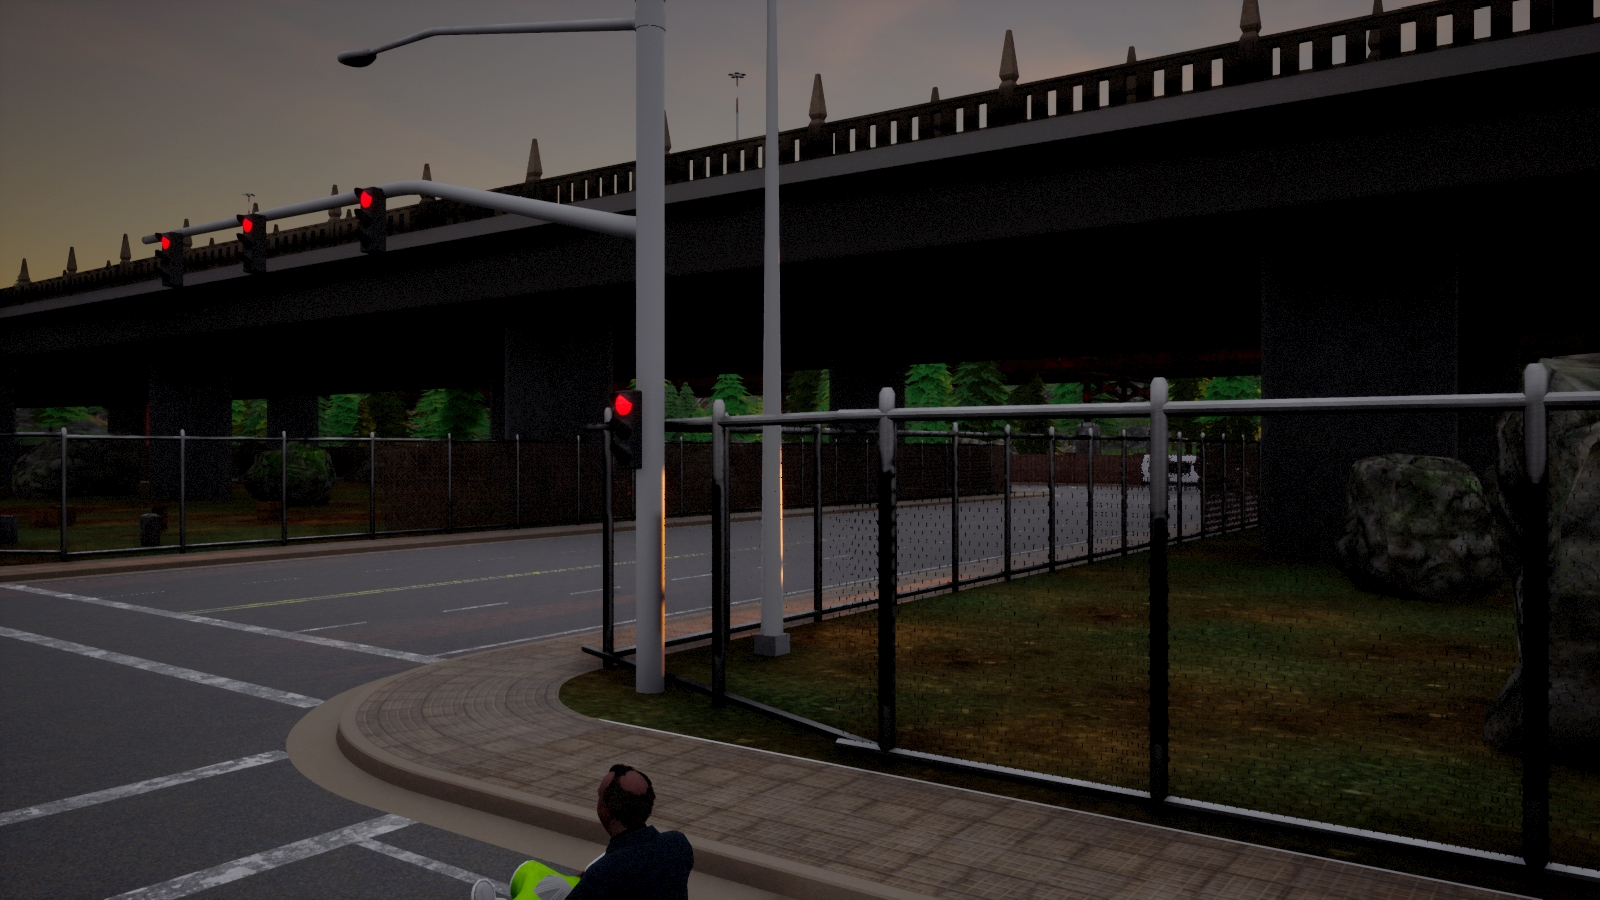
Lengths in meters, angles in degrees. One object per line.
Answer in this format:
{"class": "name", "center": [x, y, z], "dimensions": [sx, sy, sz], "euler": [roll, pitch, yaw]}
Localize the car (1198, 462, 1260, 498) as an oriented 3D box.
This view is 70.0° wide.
{"class": "car", "center": [25.961, 1.779, 68.977], "dimensions": [2.150, 2.045, 5.566], "euler": [0, 0, 36]}
